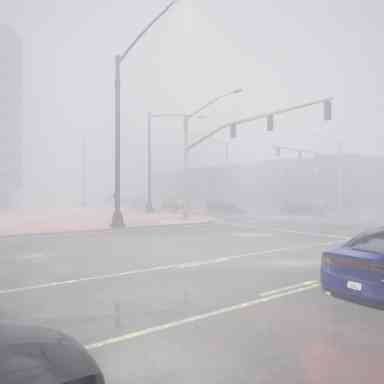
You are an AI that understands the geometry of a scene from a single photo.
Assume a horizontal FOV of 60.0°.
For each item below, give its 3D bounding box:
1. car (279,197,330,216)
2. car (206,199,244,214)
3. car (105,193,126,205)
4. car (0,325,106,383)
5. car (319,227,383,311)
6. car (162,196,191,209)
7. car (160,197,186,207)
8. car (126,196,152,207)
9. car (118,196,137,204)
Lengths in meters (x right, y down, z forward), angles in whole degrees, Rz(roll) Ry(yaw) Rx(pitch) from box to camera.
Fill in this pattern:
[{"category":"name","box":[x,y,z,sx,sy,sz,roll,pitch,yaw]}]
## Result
[{"category":"car","box":[10.955,1.352,32.622,4.553,1.767,2.097,0,0,38]},{"category":"car","box":[3.561,1.491,36.352,2.128,1.511,4.902,0,0,-36]},{"category":"car","box":[-14.033,1.221,61.100,2.150,2.045,5.566,0,0,-37]},{"category":"car","box":[-2.881,1.505,1.699,4.892,1.490,1.837,0,0,-35]},{"category":"car","box":[4.851,1.478,7.208,5.008,1.535,1.882,0,0,-35]},{"category":"car","box":[-2.035,1.352,44.192,2.097,1.767,4.553,0,0,-35]},{"category":"car","box":[-2.964,1.525,51.851,1.812,1.442,4.674,0,0,-35]},{"category":"car","box":[-8.021,1.491,52.593,2.128,1.511,4.902,0,0,-35]},{"category":"car","box":[-12.753,1.525,65.574,1.812,1.442,4.674,0,0,-36]}]
